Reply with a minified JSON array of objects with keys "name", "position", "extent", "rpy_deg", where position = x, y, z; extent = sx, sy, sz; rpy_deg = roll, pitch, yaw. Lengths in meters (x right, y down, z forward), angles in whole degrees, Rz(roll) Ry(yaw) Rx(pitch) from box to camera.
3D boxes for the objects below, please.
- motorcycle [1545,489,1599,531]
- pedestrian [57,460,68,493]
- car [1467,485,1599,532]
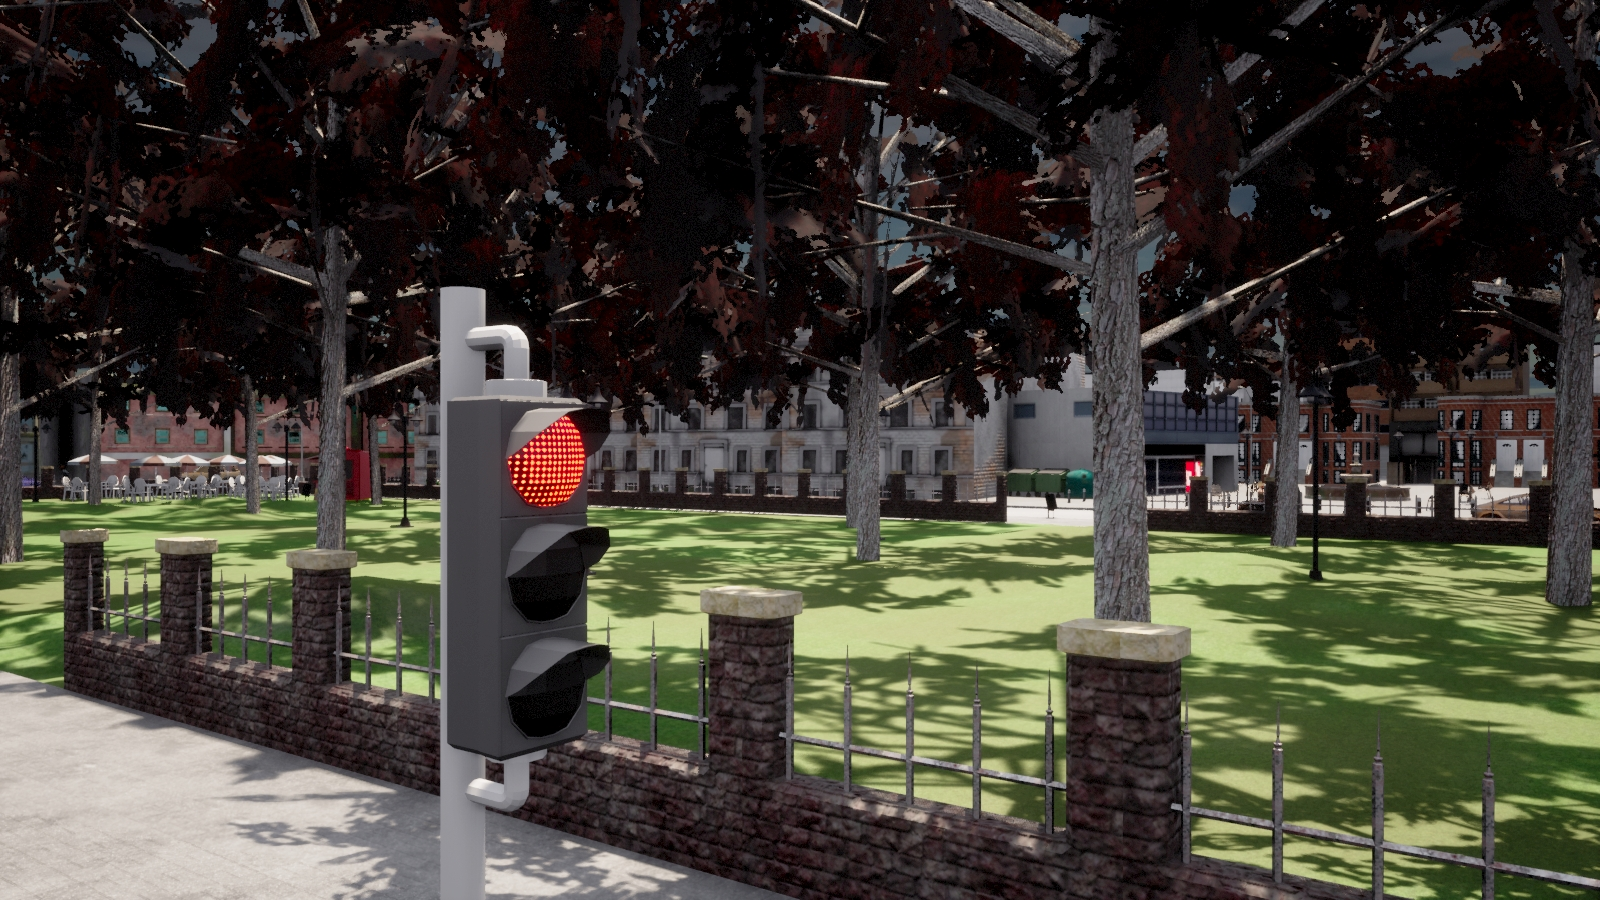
[{"name":"motorcycle","position":[25.489,1.950,36.881],"extent":[2.356,1.277,0.764],"rpy_deg":[0,0,36]},{"name":"pedestrian","position":[-42.504,1.525,65.848],"extent":[0.375,1.860,0.375],"rpy_deg":[0,0,34]},{"name":"car","position":[24.491,1.899,37.604],"extent":[4.181,1.385,1.994],"rpy_deg":[0,0,37]}]
